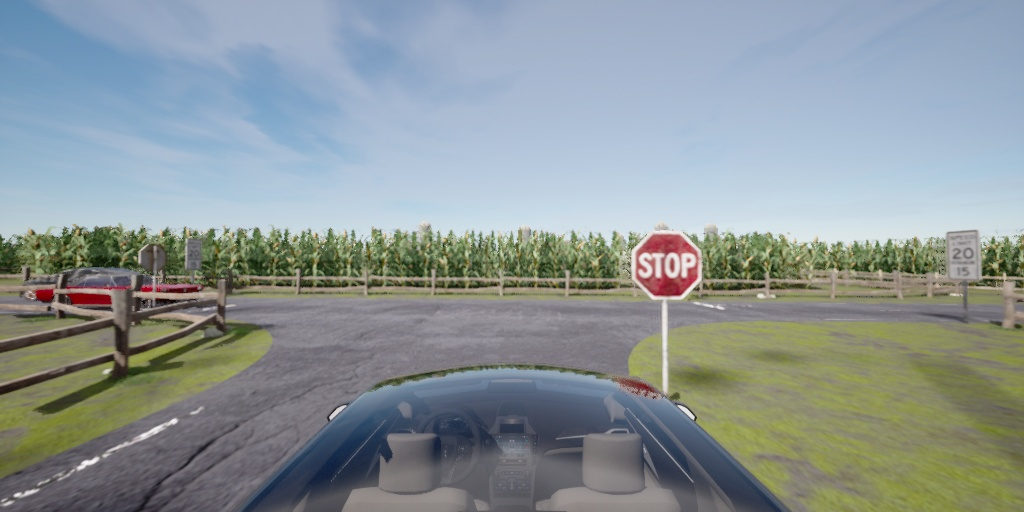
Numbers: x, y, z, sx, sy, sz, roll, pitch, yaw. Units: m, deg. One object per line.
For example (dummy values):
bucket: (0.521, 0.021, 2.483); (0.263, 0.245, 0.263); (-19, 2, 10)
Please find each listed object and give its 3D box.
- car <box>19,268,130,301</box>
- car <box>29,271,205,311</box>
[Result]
car: (-19.525, 1.303, 16.579); (4.892, 1.490, 1.837); (0, -2, 1)
car: (-14.604, 1.354, 13.617); (4.718, 1.301, 1.895); (0, -2, 0)
